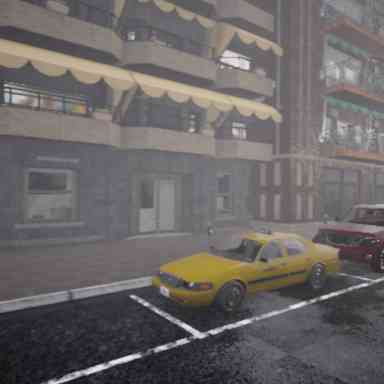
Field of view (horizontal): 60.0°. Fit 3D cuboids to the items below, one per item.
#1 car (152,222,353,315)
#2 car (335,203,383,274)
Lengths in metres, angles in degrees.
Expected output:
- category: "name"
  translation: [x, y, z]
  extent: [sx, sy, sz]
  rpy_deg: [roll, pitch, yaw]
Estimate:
- category: "car"
  translation: [1.461, 1.533, 7.590]
  extent: [4.829, 1.417, 1.752]
  rpy_deg: [0, 1, -35]
- category: "car"
  translation: [6.134, 1.331, 10.921]
  extent: [5.009, 1.841, 2.192]
  rpy_deg: [0, 1, -35]
